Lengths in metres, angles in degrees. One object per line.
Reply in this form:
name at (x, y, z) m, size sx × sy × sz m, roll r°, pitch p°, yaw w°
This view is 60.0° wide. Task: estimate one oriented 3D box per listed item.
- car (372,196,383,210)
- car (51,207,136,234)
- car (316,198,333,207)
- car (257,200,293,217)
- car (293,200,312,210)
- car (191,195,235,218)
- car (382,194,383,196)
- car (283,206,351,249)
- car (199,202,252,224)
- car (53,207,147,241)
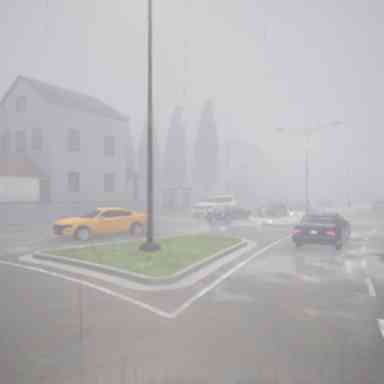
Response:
car at (25.709, 1.625, 45.204) m, size 2.128 × 1.511 × 4.902 m, roll 0°, pitch 0°, yaw 34°
car at (-6.016, 1.689, 20.743) m, size 1.895 × 1.301 × 4.718 m, roll 0°, pitch 0°, yaw 45°
car at (21.400, 1.697, 53.405) m, size 1.812 × 1.442 × 4.674 m, roll 0°, pitch 0°, yaw 34°
car at (8.172, 1.608, 33.652) m, size 2.128 × 1.511 × 4.902 m, roll 0°, pitch 0°, yaw 34°
car at (13.679, 1.703, 41.907) m, size 1.994 × 1.385 × 4.181 m, roll 0°, pitch 0°, yaw 34°
car at (2.163, 1.338, 30.980) m, size 2.150 × 2.045 × 5.566 m, roll 0°, pitch 0°, yaw 34°
car at (35.510, 1.400, 60.106) m, size 2.150 × 2.045 × 5.566 m, roll 0°, pitch 0°, yaw 34°
car at (5.891, 1.595, 14.883) m, size 2.033 × 1.411 × 5.357 m, roll 0°, pitch 0°, yaw 30°
car at (2.850, 1.695, 25.820) m, size 1.895 × 1.301 × 4.718 m, roll 0°, pitch 0°, yaw 35°
car at (-4.603, 1.551, 17.367) m, size 5.008 × 1.535 × 1.882 m, roll 1°, pitch 0°, yaw -44°
